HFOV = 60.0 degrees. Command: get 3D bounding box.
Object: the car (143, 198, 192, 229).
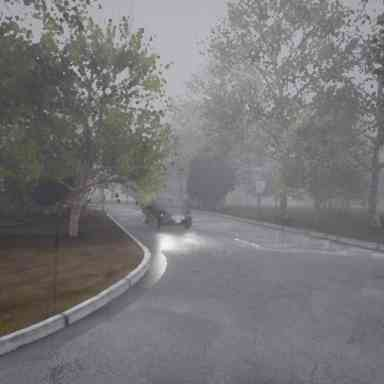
[{"bbox_3d":[-1.458,1.108,18.344,2.128,1.511,4.902,1,0,-19],"label":"car"}]
